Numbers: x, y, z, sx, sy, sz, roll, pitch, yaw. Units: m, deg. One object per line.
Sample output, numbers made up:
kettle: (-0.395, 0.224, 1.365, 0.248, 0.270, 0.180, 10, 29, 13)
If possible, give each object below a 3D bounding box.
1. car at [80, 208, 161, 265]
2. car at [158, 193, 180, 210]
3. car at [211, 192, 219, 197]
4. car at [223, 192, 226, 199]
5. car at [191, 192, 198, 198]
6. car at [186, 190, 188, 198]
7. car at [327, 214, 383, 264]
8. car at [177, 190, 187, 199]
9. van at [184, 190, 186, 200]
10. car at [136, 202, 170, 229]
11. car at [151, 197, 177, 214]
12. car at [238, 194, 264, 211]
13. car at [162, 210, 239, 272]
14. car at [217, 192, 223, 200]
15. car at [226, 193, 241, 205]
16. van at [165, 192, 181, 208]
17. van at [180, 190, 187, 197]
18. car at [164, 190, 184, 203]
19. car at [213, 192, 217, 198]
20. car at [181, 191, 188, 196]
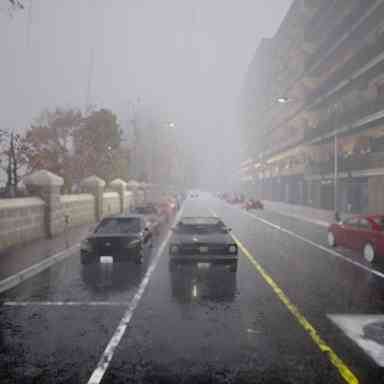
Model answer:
car: (-2.302, 1.424, 11.155, 1.947, 1.339, 4.313, 0, 1, 0)
car: (-2.256, 1.095, 28.039, 1.967, 1.590, 4.097, 0, 1, 0)
car: (6.290, 0.571, 89.949, 1.802, 1.307, 4.206, 0, 1, 0)
car: (6.184, 0.988, 50.539, 1.802, 1.307, 4.206, 0, 1, 0)
car: (0.569, 0.654, 78.366, 2.033, 1.411, 5.357, 0, 1, 0)
car: (-2.166, 0.847, 61.822, 1.947, 1.339, 4.313, 0, 1, 0)
car: (6.079, 1.403, 11.131, 1.887, 1.381, 4.507, 0, 1, 0)
car: (-2.136, 0.476, 73.078, 2.192, 1.841, 5.009, 0, 1, 0)
van: (-2.197, 0.746, 50.559, 1.690, 1.788, 3.998, 0, 1, 0)
car: (-2.287, 1.370, 16.785, 1.802, 1.307, 4.206, 0, 1, 0)
car: (-2.272, 1.264, 22.412, 1.887, 1.381, 4.507, 0, 1, 0)
car: (6.138, 1.175, 33.648, 1.802, 1.307, 4.206, 0, 1, 0)
car: (0.288, 1.468, 10.426, 1.895, 1.301, 4.718, 0, 1, 0)
car: (6.214, 0.848, 61.799, 1.947, 1.339, 4.313, 0, 1, 0)
car: (6.168, 0.908, 44.907, 1.967, 1.590, 4.097, 0, 1, 0)
van: (-2.227, 0.871, 39.299, 1.690, 1.788, 3.998, 0, 1, 0)
van: (-2.106, 0.387, 84.338, 1.690, 1.788, 3.998, 0, 1, 0)
car: (-2.242, 0.908, 33.668, 2.192, 1.841, 5.009, 0, 1, 0)
car: (6.244, 0.602, 73.057, 1.967, 1.590, 4.097, 0, 1, 0)
car: (-2.076, 0.478, 95.601, 1.887, 1.381, 4.507, 0, 1, 0)
